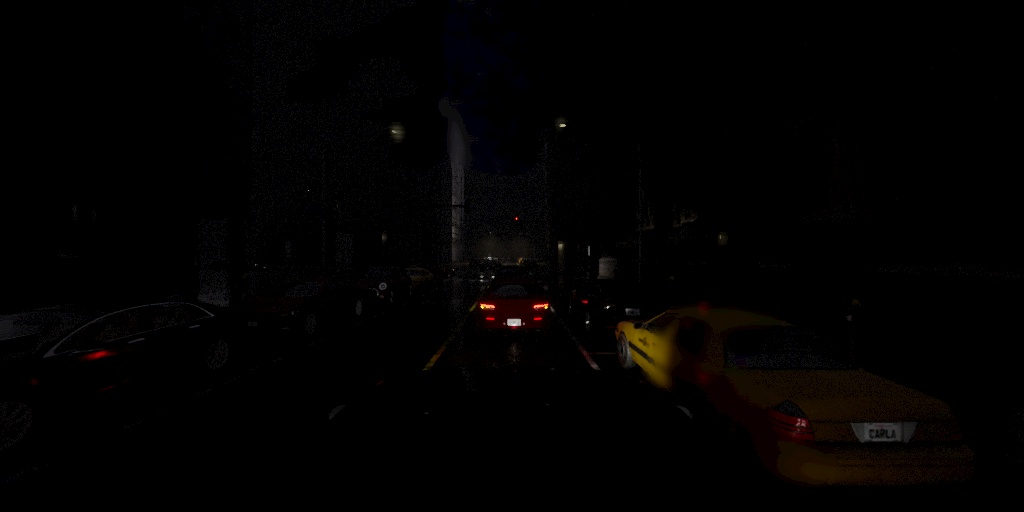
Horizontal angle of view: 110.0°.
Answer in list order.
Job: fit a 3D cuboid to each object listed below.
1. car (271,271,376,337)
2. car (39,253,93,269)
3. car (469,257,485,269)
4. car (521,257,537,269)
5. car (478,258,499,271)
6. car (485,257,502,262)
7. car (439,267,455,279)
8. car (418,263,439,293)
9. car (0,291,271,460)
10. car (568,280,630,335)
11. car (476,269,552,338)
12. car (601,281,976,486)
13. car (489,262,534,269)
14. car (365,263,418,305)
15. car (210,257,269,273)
[{"bbox_3d":[-5.769,1.295,10.254,1.888,1.381,4.507,0,0,0],"label":"car"},{"bbox_3d":[-40.971,0.490,32.566,4.892,1.490,1.837,2,0,0],"label":"car"},{"bbox_3d":[-5.811,1.078,58.575,2.192,1.841,5.009,0,0,0],"label":"car"},{"bbox_3d":[2.719,1.201,53.145,1.967,1.591,4.097,0,0,0],"label":"car"},{"bbox_3d":[-3.138,1.285,47.985,1.812,1.442,4.674,0,0,0],"label":"car"},{"bbox_3d":[-3.133,1.327,57.953,1.994,1.385,4.181,0,0,0],"label":"car"},{"bbox_3d":[-7.314,1.255,31.030,4.718,1.301,1.895,2,1,22],"label":"car"},{"bbox_3d":[-5.778,1.277,20.997,1.751,1.417,4.829,0,0,0],"label":"car"},{"bbox_3d":[-5.764,1.300,4.797,2.007,1.370,4.403,0,0,0],"label":"car"},{"bbox_3d":[2.756,1.316,10.263,1.948,1.339,4.313,0,0,0],"label":"car"},{"bbox_3d":[0.063,1.276,10.097,1.812,1.442,4.674,0,0,0],"label":"car"},{"bbox_3d":[2.761,1.275,4.976,1.751,1.417,4.829,0,0,0],"label":"car"},{"bbox_3d":[0.004,1.256,18.964,1.837,1.490,4.892,0,0,0],"label":"car"},{"bbox_3d":[-5.774,1.190,15.711,1.967,1.591,4.097,0,0,0],"label":"car"},{"bbox_3d":[-24.733,0.822,32.595,4.674,1.442,1.812,1,0,0],"label":"car"}]
